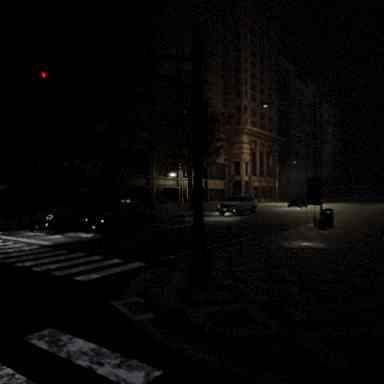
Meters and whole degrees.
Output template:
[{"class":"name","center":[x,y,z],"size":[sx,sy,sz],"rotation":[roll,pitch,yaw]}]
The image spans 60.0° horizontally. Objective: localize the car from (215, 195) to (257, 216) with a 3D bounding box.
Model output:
[{"class":"car","center":[4.707,1.305,33.860],"size":[2.150,2.045,5.566],"rotation":[0,0,35]}]

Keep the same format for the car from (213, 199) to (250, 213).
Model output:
[{"class":"car","center":[4.774,1.641,39.555],"size":[2.033,1.411,5.357],"rotation":[0,0,36]}]

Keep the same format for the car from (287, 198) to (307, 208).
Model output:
[{"class":"car","center":[15.512,1.612,48.908],"size":[1.837,1.490,4.892],"rotation":[0,0,35]}]

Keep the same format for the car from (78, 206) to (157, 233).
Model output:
[{"class":"car","center":[-4.418,1.722,21.006],"size":[1.895,1.301,4.718],"rotation":[0,0,35]}]

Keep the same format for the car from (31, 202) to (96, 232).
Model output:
[{"class":"car","center":[-7.965,1.498,21.627],"size":[2.097,1.767,4.553],"rotation":[0,0,35]}]
